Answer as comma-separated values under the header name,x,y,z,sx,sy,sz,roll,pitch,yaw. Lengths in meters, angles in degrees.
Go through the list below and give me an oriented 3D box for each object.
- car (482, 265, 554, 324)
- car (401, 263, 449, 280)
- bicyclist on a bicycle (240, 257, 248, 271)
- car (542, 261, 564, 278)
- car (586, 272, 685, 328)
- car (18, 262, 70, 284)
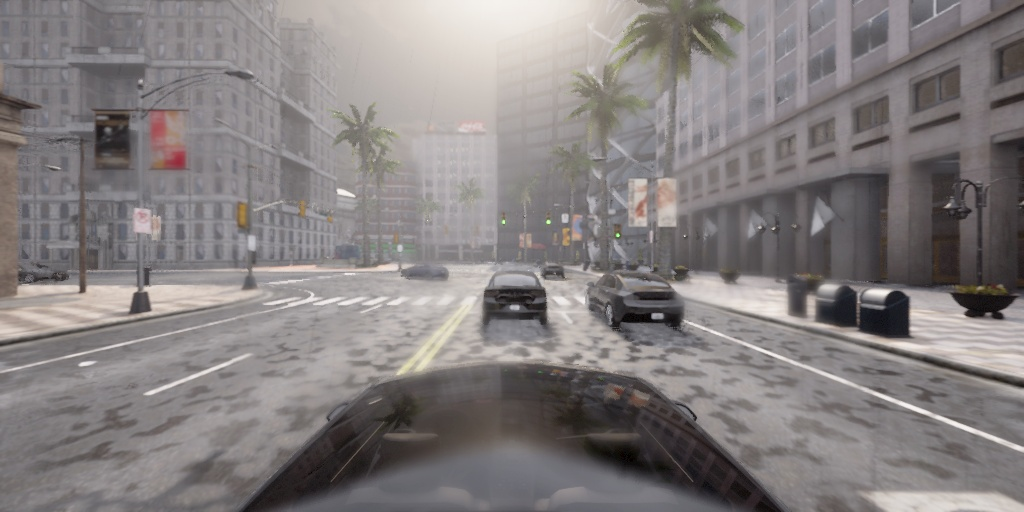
name,x,y,z,sx,sy,sz,roll,pitch,yaw
car,0.091,1.207,11.900,1.882,1.535,5.008,0,0,0
car,-7.371,1.255,30.340,4.181,1.385,1.994,0,0,31
bicyclist on a bicycle,-32.670,0.966,43.945,0.582,1.620,1.656,0,0,0
car,3.603,1.191,32.637,1.837,1.490,4.892,0,0,0
car,3.590,1.235,11.230,1.837,1.490,4.892,0,0,0
car,-35.178,1.207,25.957,4.892,1.490,1.837,0,0,0
